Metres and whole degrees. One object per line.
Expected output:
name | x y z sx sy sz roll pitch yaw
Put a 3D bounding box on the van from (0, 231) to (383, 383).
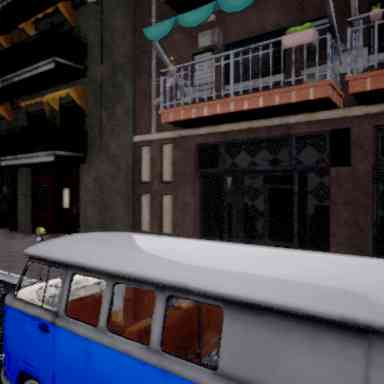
van | -0.082 1.340 2.931 3.998 1.788 1.690 0 0 36
